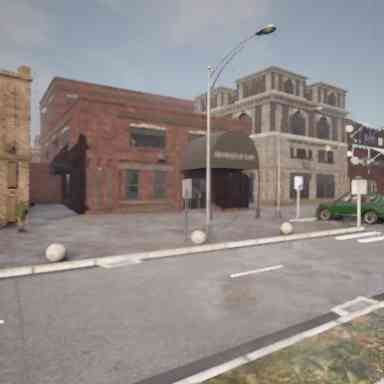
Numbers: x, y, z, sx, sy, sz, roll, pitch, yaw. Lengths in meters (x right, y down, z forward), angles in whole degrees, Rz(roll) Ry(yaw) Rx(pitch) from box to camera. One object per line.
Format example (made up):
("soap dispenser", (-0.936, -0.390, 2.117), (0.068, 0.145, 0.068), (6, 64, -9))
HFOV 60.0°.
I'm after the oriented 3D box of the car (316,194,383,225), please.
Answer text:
("car", (11.751, 1.133, 23.883), (2.435, 2.045, 5.566), (0, 0, -35))
